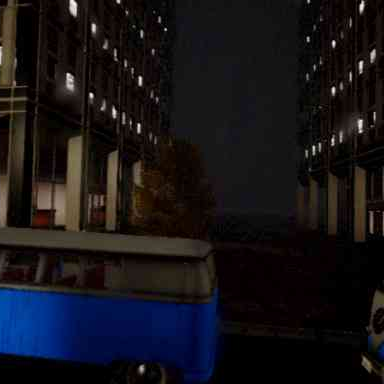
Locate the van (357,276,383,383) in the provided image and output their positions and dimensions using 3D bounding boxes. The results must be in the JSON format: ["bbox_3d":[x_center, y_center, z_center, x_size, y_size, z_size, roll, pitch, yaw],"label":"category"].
[{"bbox_3d":[4.268,1.698,3.929,3.998,1.788,1.690,2,-3,6],"label":"van"}]

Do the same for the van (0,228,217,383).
[{"bbox_3d":[-1.553,1.459,4.586,3.998,1.788,1.690,2,-3,7],"label":"van"}]
